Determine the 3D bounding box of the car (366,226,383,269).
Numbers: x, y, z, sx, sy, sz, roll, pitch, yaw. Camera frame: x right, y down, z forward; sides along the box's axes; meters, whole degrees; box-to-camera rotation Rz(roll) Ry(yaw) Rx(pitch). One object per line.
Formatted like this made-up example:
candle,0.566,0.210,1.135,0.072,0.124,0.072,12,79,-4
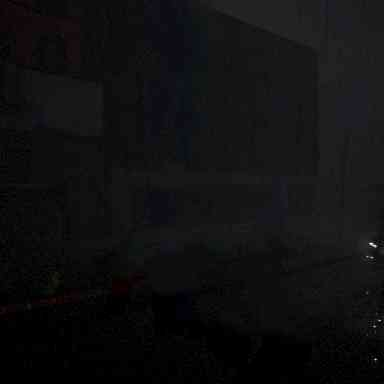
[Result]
car,6.882,1.372,9.506,4.902,1.511,2.128,-1,0,-35
